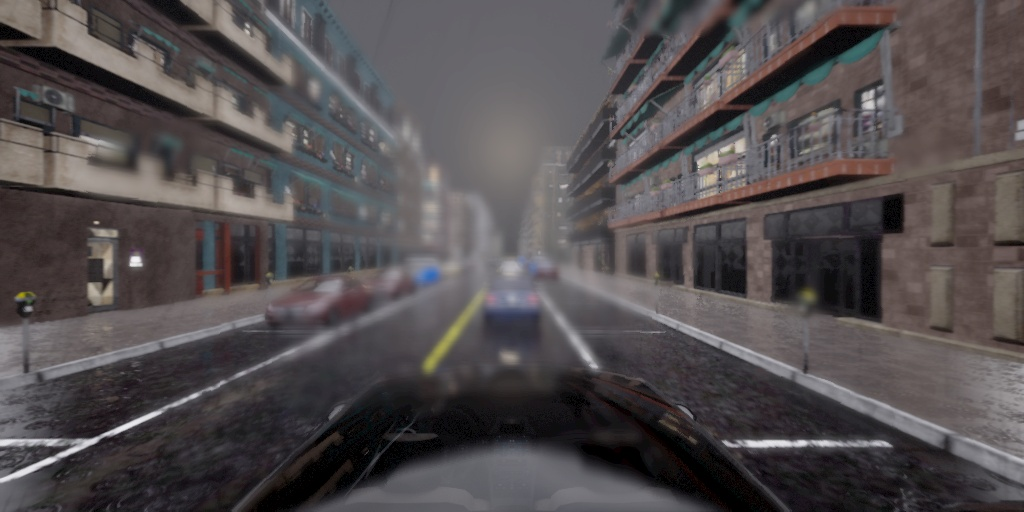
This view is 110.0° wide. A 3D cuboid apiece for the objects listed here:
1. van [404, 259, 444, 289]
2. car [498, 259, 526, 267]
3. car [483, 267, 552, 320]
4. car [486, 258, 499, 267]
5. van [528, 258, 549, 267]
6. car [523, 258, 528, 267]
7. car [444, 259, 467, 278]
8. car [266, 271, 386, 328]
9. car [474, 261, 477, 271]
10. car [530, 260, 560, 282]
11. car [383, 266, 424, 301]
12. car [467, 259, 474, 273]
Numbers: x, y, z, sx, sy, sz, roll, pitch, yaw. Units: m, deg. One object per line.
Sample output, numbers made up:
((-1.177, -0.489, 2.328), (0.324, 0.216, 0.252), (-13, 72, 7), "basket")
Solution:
((-5.690, 1.055, 22.574), (1.690, 1.789, 3.998), (0, 0, 0), "van")
((0.051, 1.231, 30.347), (1.812, 1.442, 4.674), (0, 0, 1), "car")
((0.023, 1.276, 12.554), (2.033, 1.411, 5.357), (0, 0, 0), "car")
((-3.020, 1.248, 55.676), (2.033, 1.411, 5.357), (0, 0, 0), "car")
((2.691, 1.044, 33.868), (1.690, 1.789, 3.998), (0, 0, 0), "van")
((2.800, 1.281, 50.849), (1.802, 1.307, 4.207), (0, 0, 0), "car")
((-5.689, 1.228, 33.726), (1.751, 1.417, 4.829), (0, 0, 0), "car")
((-5.690, 1.313, 11.250), (1.802, 1.307, 4.207), (0, 0, 0), "car")
((-5.731, 1.138, 47.068), (1.967, 1.591, 4.097), (0, 0, 0), "car")
((2.691, 1.253, 28.208), (1.888, 1.381, 4.507), (0, 0, 0), "car")
((-5.690, 1.304, 16.911), (1.802, 1.307, 4.207), (0, 0, 0), "car")
((-5.689, 1.265, 39.557), (1.948, 1.339, 4.313), (0, 0, 0), "car")
